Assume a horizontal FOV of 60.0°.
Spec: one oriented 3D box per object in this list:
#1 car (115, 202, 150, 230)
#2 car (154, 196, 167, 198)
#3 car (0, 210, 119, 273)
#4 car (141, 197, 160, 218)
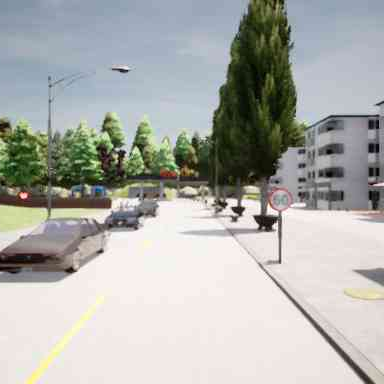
[{"bbox_3d":[-4.088,1.571,20.873,1.994,1.385,4.181,0,0,0],"label":"car"},{"bbox_3d":[-8.981,1.444,93.674,3.633,1.501,1.845,0,0,0],"label":"car"},{"bbox_3d":[-4.101,1.551,10.935,2.033,1.411,5.357,0,0,0],"label":"car"},{"bbox_3d":[-4.043,1.515,30.865,1.837,1.490,4.892,0,0,1],"label":"car"}]
